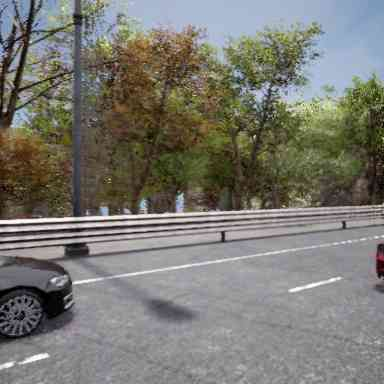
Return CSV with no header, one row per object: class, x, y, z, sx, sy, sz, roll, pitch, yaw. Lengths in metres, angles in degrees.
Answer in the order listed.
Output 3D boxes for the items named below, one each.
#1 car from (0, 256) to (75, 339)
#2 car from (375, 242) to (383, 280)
car,-4.346,1.488,4.948,4.902,1.511,2.128,0,0,-35
car,6.623,1.514,8.425,5.008,1.535,1.882,0,0,-35
